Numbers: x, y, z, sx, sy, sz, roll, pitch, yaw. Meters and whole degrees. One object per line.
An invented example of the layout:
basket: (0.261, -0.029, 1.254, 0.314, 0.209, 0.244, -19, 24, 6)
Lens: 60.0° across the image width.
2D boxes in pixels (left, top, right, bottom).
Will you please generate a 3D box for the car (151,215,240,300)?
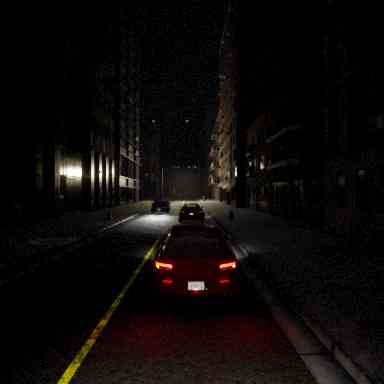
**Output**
car: (0.059, 1.526, 8.291, 1.812, 1.442, 4.674, 0, 0, 0)

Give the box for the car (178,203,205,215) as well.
car: (-0.036, 1.565, 26.051, 1.994, 1.385, 4.181, 0, 0, 0)

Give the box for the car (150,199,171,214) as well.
car: (-3.249, 1.493, 35.045, 2.128, 1.511, 4.902, 0, 0, 0)
